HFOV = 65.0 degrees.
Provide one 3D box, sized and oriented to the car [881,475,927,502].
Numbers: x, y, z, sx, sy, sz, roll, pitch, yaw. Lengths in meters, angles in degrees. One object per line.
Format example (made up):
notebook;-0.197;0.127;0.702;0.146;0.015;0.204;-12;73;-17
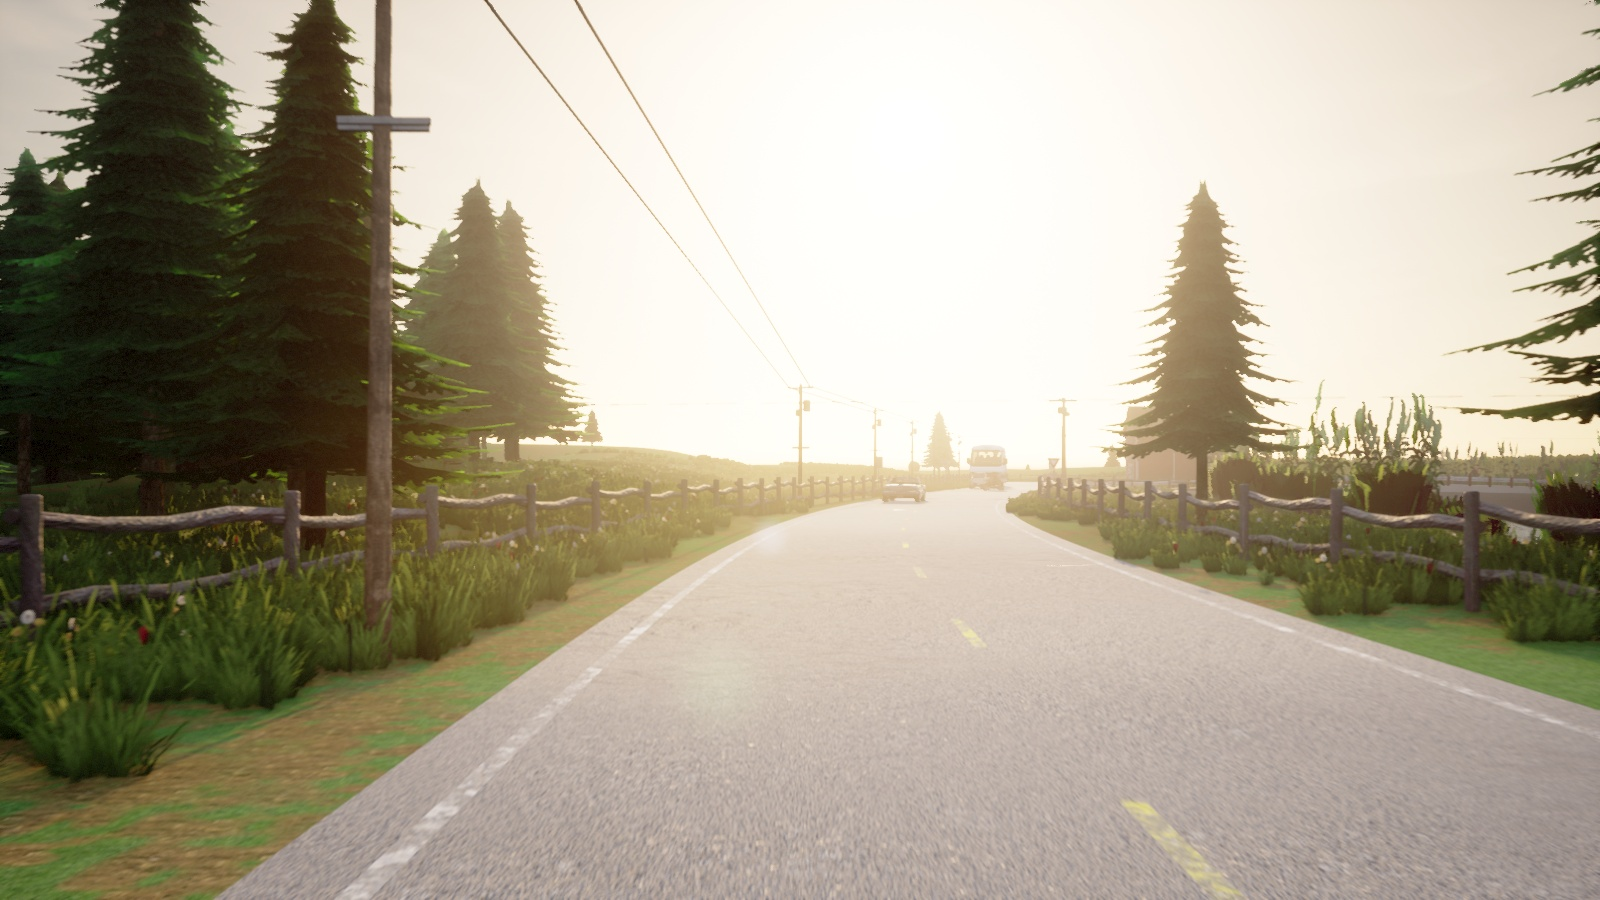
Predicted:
car;5.376;1.973;64.468;1.895;1.301;4.718;0;-1;11
